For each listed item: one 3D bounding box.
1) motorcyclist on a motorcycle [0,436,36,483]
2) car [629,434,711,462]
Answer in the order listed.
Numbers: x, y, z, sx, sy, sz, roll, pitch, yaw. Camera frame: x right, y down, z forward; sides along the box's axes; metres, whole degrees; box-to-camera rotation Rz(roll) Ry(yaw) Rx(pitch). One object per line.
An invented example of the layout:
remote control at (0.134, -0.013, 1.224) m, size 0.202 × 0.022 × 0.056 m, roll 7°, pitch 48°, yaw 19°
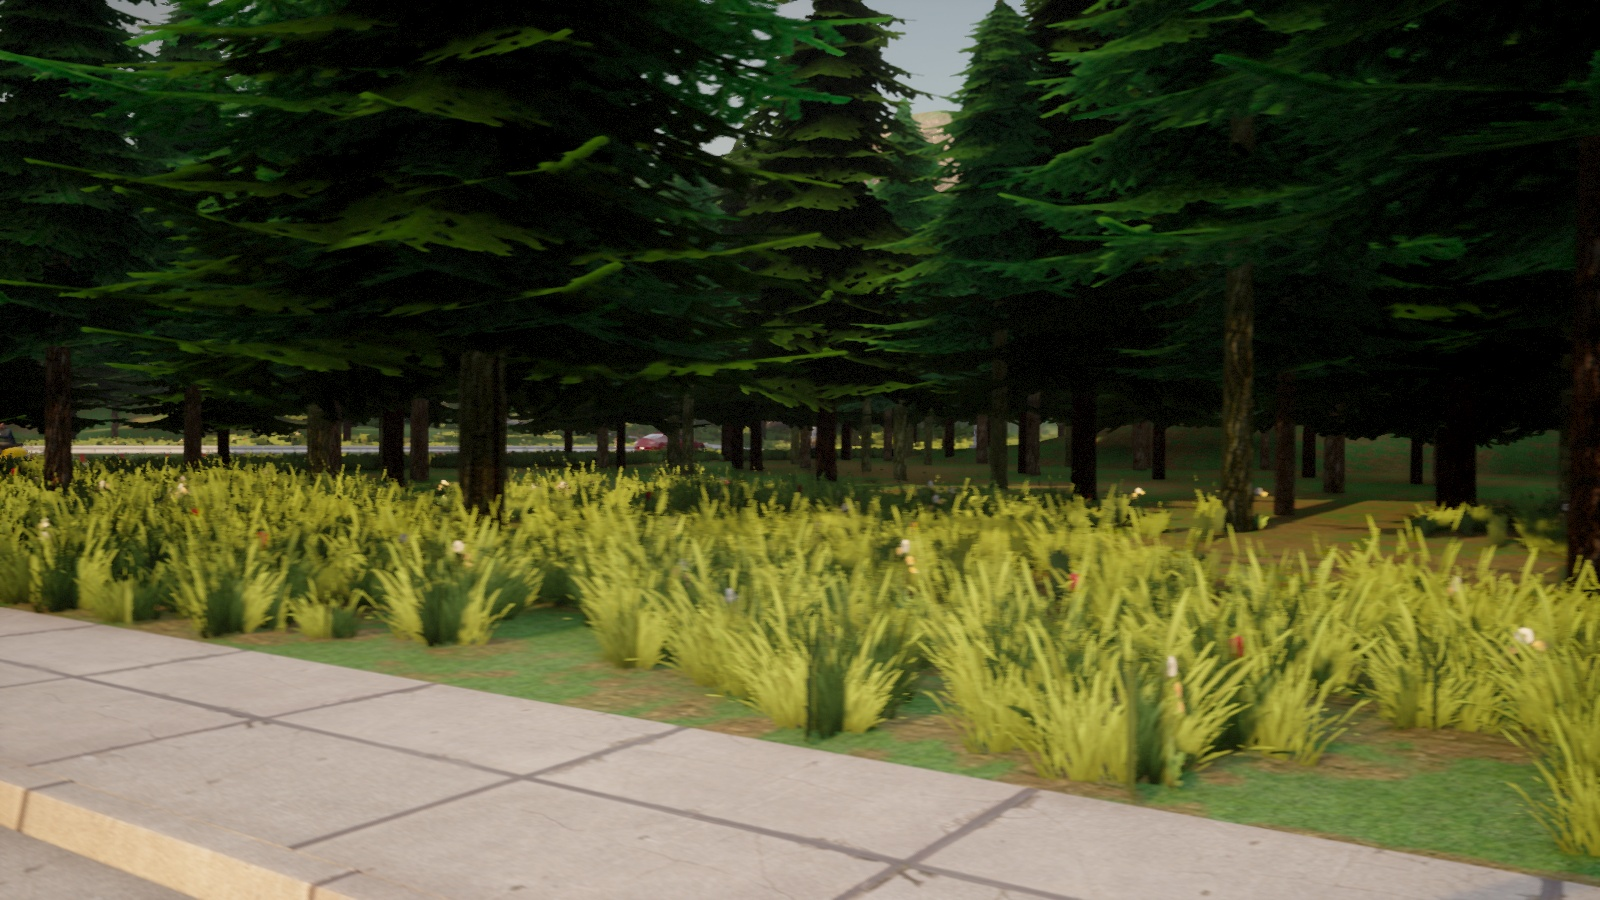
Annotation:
motorcyclist on a motorcycle at (-27.495, 0.317, 43.233) m, size 0.866 × 1.590 × 1.817 m, roll 0°, pitch 1°, yaw 33°
car at (-6.962, -0.131, 67.680) m, size 1.812 × 1.442 × 4.674 m, roll 0°, pitch 1°, yaw 35°
